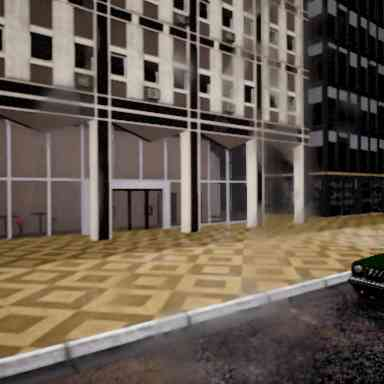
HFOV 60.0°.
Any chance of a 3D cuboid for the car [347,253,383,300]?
[{"bbox_3d":[5.453,1.615,7.266,4.718,1.301,1.895,0,0,-35],"label":"car"}]
